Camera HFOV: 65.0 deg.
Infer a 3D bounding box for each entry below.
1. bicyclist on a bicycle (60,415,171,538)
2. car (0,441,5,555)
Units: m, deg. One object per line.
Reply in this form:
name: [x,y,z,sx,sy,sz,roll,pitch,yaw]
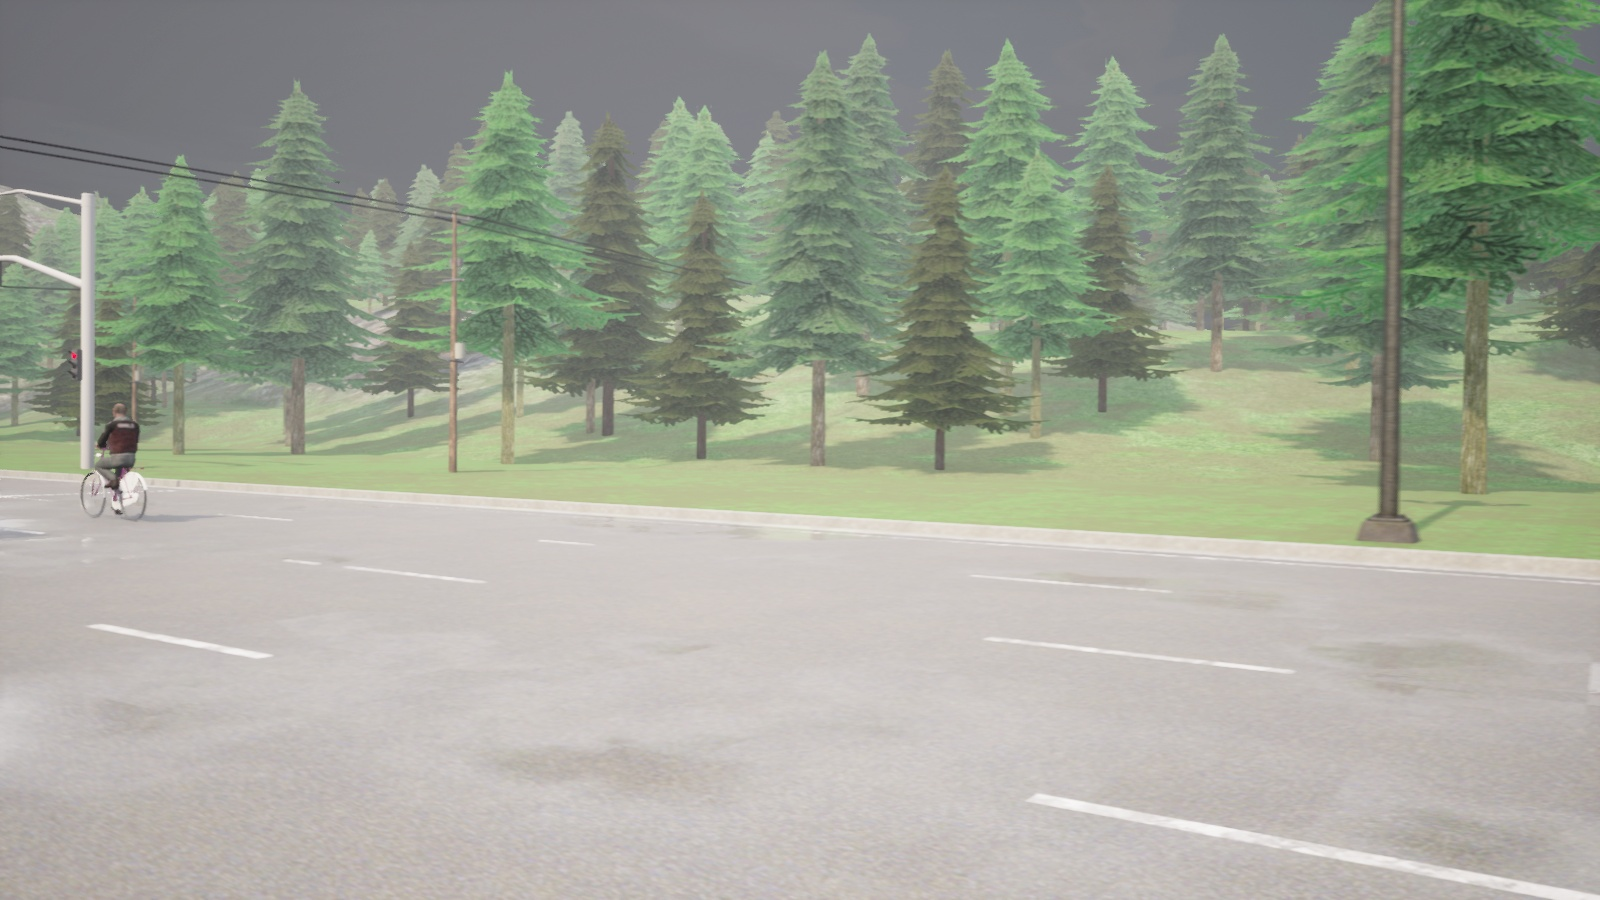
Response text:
bicyclist on a bicycle: [-10.278,0.373,18.838,1.843,1.776,0.659,0,1,34]
car: [-12.699,0.605,16.250,5.357,1.411,2.033,0,1,33]
